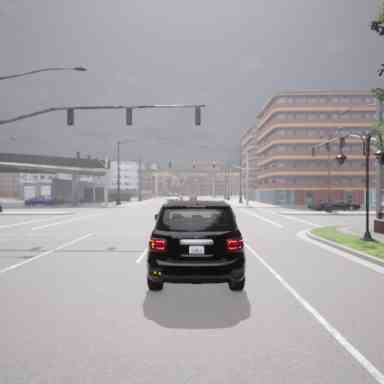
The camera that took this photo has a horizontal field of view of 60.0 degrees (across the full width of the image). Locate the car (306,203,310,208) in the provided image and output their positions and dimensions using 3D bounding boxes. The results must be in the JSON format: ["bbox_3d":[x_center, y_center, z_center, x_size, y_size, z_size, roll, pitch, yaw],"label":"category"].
[{"bbox_3d":[16.723,1.503,41.148,4.892,1.490,1.837,0,0,1],"label":"car"}]

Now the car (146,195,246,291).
[{"bbox_3d":[0.095,1.221,9.164,2.150,2.045,5.566,0,0,0],"label":"car"}]

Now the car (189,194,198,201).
[{"bbox_3d":[0.287,1.369,81.202,2.128,1.511,4.902,0,0,0],"label":"car"}]

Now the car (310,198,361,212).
[{"bbox_3d":[16.337,1.599,37.672,4.718,1.301,1.895,0,0,-3],"label":"car"}]

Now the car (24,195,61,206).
[{"bbox_3d":[-23.263,1.293,51.115,4.611,1.667,2.242,0,0,1],"label":"car"}]

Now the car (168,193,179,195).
[{"bbox_3d":[-3.066,1.220,54.542,2.150,2.045,5.566,0,0,2],"label":"car"}]

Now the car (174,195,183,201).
[{"bbox_3d":[-3.217,1.536,81.780,2.033,1.411,5.357,0,0,0],"label":"car"}]

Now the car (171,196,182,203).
[{"bbox_3d":[-3.127,1.545,69.573,2.033,1.411,5.357,0,0,0],"label":"car"}]

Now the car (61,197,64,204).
[{"bbox_3d":[-23.974,1.453,56.867,3.806,1.475,1.970,0,0,1],"label":"car"}]
